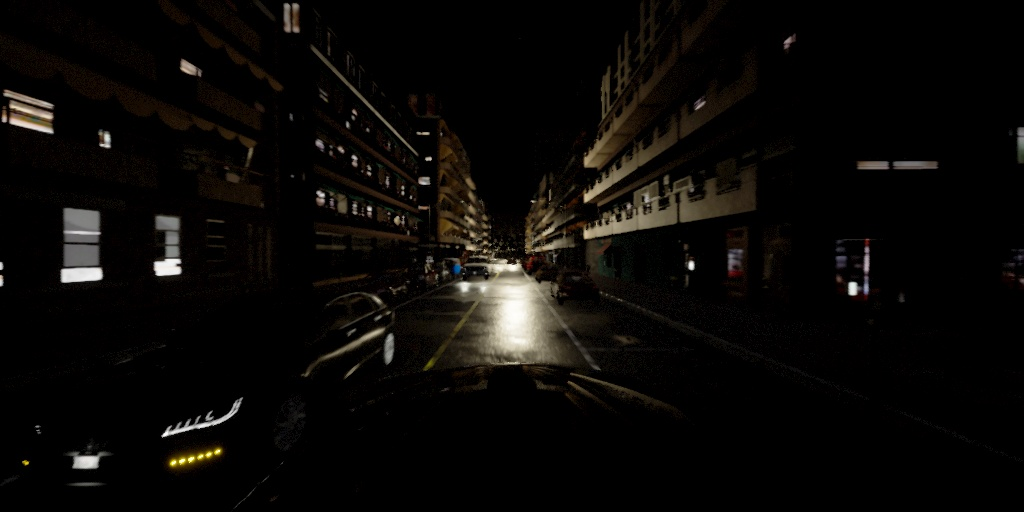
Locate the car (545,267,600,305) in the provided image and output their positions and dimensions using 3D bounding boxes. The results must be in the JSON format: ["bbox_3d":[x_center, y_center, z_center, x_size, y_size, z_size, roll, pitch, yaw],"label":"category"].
[{"bbox_3d":[2.681,1.330,15.734,1.802,1.307,4.207,0,0,0],"label":"car"}]

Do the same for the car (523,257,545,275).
[{"bbox_3d":[2.665,1.063,38.142,2.192,1.841,5.009,0,0,0],"label":"car"}]

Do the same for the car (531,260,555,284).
[{"bbox_3d":[2.673,1.274,27.108,1.751,1.417,4.829,0,0,0],"label":"car"}]

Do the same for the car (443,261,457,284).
[{"bbox_3d":[-5.675,1.304,26.961,2.007,1.370,4.403,0,0,0],"label":"car"}]

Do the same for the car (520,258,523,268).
[{"bbox_3d":[2.657,1.064,49.346,2.192,1.841,5.009,0,0,0],"label":"car"}]

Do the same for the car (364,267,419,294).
[{"bbox_3d":[-5.667,1.335,15.757,1.802,1.307,4.207,0,0,0],"label":"car"}]

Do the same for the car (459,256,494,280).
[{"bbox_3d":[-3.020,1.013,31.798,2.150,2.045,5.566,0,0,0],"label":"car"}]

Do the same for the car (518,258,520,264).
[{"bbox_3d":[2.650,1.065,60.551,2.192,1.841,5.009,0,0,0],"label":"car"}]

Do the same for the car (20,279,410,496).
[{"bbox_3d":[-3.091,1.258,5.031,1.837,1.490,4.892,0,0,0],"label":"car"}]

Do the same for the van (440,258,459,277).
[{"bbox_3d":[-5.679,1.094,32.563,1.690,1.789,3.998,0,0,0],"label":"van"}]

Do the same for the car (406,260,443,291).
[{"bbox_3d":[-5.671,1.193,21.359,1.967,1.591,4.097,0,0,0],"label":"car"}]
